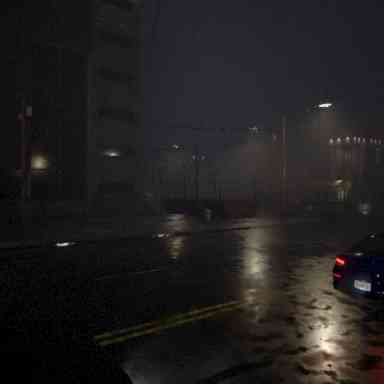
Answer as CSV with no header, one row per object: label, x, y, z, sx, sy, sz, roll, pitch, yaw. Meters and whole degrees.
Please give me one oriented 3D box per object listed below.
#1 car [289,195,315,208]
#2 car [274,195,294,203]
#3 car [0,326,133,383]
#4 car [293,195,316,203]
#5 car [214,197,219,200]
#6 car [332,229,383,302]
car,15.141,1.254,45.967,4.553,1.767,2.185,0,0,-36
car,19.162,1.452,69.026,3.806,1.475,1.970,0,0,-36
car,-2.909,1.547,1.677,5.357,1.411,2.033,0,0,-35
car,22.065,1.420,65.023,4.674,1.452,2.002,0,0,-36
car,4.416,1.575,60.548,4.718,1.301,1.895,0,0,-36
car,4.968,1.526,7.332,4.674,1.442,1.812,0,0,-35
